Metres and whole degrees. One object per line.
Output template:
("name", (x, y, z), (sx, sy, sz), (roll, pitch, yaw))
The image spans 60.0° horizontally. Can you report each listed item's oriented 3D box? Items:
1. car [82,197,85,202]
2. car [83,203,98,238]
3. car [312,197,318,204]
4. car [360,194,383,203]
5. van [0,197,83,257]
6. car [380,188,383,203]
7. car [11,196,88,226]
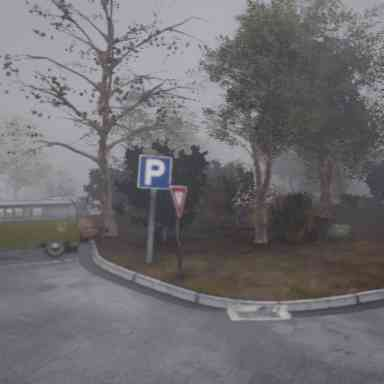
("car", (-9.744, 1.375, 22.219), (5.566, 2.045, 2.435), (-2, -1, -19))
("car", (-6.852, 1.515, 14.350), (5.366, 1.575, 1.946), (-2, 0, -19))
("car", (17.487, 1.213, 49.708), (5.357, 1.411, 2.033), (-2, -2, 3))
("car", (23.996, 0.890, 43.984), (4.718, 1.301, 1.895), (-3, -2, 37))
("van", (-6.250, 1.280, 11.606), (4.442, 1.987, 1.878), (-2, 0, -19))
("car", (28.293, 0.375, 44.022), (2.150, 2.045, 5.566), (-1, -1, -34))
("car", (-11.514, 1.482, 27.386), (5.566, 2.045, 2.435), (-2, -1, -19))
